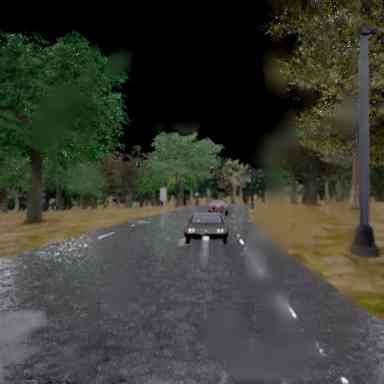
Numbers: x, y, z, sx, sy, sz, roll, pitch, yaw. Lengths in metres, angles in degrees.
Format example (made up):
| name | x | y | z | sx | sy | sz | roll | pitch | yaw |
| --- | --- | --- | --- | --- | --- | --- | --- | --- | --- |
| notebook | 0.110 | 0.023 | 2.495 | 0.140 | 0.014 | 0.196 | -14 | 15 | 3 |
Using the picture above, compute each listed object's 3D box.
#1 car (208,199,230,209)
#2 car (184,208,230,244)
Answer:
| name | x | y | z | sx | sy | sz | roll | pitch | yaw |
| --- | --- | --- | --- | --- | --- | --- | --- | --- | --- |
| car | 2.964 | 1.526 | 36.089 | 2.097 | 1.767 | 4.553 | 0 | 0 | 8 |
| car | 0.737 | 1.652 | 16.122 | 1.895 | 1.301 | 4.718 | 0 | 0 | 4 |
